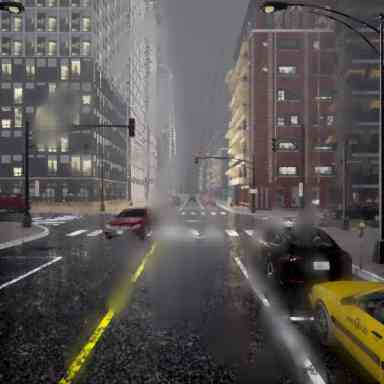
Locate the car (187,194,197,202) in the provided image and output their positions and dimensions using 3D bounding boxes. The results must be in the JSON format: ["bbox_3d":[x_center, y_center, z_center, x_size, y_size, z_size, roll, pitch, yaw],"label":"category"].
[{"bbox_3d":[0.002,1.547,73.613,1.812,1.442,4.674,0,0,0],"label":"car"}]

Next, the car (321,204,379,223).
[{"bbox_3d":[14.159,1.800,28.722,4.892,1.490,1.837,1,0,-1],"label":"car"}]

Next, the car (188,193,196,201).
[{"bbox_3d":[0.002,1.227,83.585,2.097,1.767,4.553,0,0,0],"label":"car"}]

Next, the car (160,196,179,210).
[{"bbox_3d":[-3.118,1.557,43.281,2.033,1.411,5.357,0,0,-4],"label":"car"}]

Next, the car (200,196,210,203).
[{"bbox_3d":[2.693,1.578,69.579,2.008,1.369,4.403,0,0,0],"label":"car"}]

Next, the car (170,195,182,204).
[{"bbox_3d":[-3.082,1.580,53.301,1.994,1.385,4.181,0,0,1],"label":"car"}]

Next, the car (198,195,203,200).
[{"bbox_3d":[2.692,1.574,63.931,2.008,1.369,4.403,0,0,0],"label":"car"}]

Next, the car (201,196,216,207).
[{"bbox_3d":[2.742,1.596,51.014,1.802,1.307,4.206,0,0,0],"label":"car"}]

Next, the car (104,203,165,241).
[{"bbox_3d":[-2.896,1.528,17.037,1.812,1.442,4.674,-1,0,7],"label":"car"}]

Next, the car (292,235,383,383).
[{"bbox_3d":[2.693,1.525,3.478,1.752,1.417,4.829,0,0,0],"label":"car"}]

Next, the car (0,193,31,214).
[{"bbox_3d":[-17.692,1.030,31.053,5.009,1.841,2.192,1,-1,0],"label":"car"}]

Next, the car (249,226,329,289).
[{"bbox_3d":[2.692,1.566,8.991,1.947,1.339,4.313,0,0,0],"label":"car"}]

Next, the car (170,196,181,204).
[{"bbox_3d":[-3.053,1.528,63.716,1.837,1.490,4.892,0,0,0],"label":"car"}]

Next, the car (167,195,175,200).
[{"bbox_3d":[-5.688,1.599,92.174,2.008,1.369,4.403,0,0,0],"label":"car"}]
